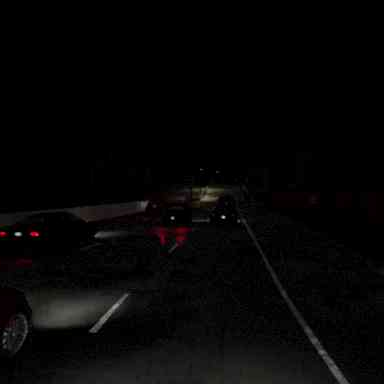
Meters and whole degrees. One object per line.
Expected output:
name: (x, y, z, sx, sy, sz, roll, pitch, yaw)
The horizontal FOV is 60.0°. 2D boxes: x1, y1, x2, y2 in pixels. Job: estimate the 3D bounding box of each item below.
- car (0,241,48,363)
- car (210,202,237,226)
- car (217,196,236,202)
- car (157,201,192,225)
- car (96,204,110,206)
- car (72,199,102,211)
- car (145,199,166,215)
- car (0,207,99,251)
car: (-3.311, 1.515, 2.945, 1.812, 1.442, 4.674, 0, 0, 2)
car: (2.378, 1.718, 24.937, 1.994, 1.385, 4.181, 0, 0, 6)
car: (4.368, 1.486, 42.614, 2.150, 2.045, 5.566, 0, 0, 6)
car: (-1.084, 1.655, 25.521, 1.812, 1.442, 4.674, 0, 0, 6)
car: (-10.289, 1.618, 39.090, 2.128, 1.511, 4.902, 0, 0, 7)
car: (-13.381, 1.627, 42.764, 1.837, 1.490, 4.892, 0, -1, 7)
car: (-3.497, 1.514, 35.340, 2.097, 1.767, 4.553, 0, 0, 6)
car: (-5.910, 1.577, 14.396, 2.033, 1.411, 5.357, 0, 0, 7)
